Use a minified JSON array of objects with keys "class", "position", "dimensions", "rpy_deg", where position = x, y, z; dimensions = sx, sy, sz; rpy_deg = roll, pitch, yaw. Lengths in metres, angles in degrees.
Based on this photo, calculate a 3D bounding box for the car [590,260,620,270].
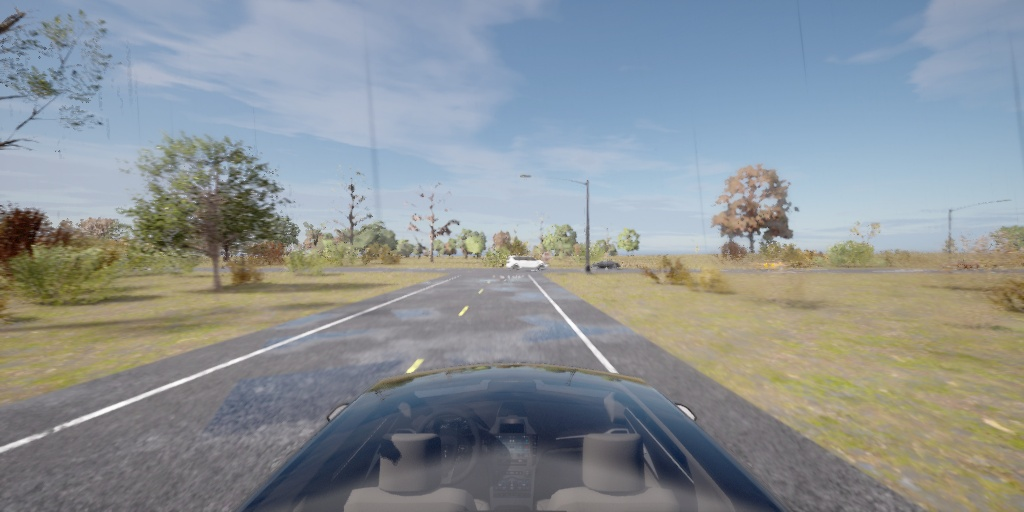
[{"class":"car","position":[14.034,1.366,54.607],"dimensions":[4.674,1.442,1.812],"rpy_deg":[-1,0,-2]}]

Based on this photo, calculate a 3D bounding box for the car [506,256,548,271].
[{"class":"car","position":[1.986,0.971,47.256],"dimensions":[5.566,2.045,2.150],"rpy_deg":[0,0,-1]}]
